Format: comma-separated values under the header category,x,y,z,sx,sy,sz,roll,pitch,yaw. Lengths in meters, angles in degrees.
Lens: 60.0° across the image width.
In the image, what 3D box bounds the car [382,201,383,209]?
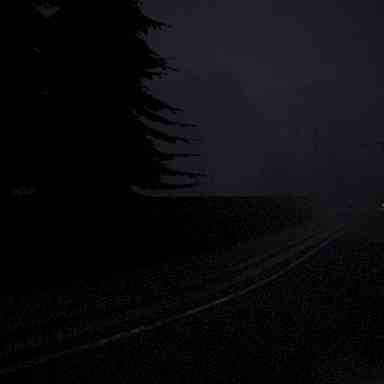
category,x,y,z,sx,sy,sz,roll,pitch,yaw
car,32.984,1.930,55.564,2.097,1.767,4.553,0,0,32
